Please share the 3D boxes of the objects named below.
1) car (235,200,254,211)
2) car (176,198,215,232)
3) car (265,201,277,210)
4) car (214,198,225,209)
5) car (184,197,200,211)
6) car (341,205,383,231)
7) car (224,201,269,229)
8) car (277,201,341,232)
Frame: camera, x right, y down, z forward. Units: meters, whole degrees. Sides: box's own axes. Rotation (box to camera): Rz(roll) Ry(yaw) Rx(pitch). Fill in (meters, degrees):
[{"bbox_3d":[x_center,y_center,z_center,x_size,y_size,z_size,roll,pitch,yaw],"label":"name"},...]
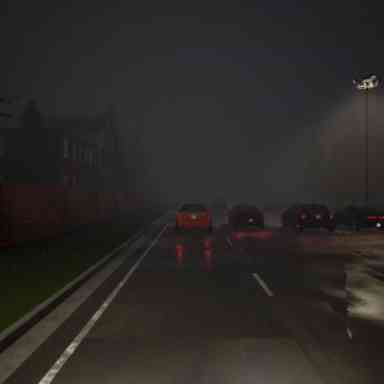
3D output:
[{"bbox_3d":[7.036,1.818,44.823,1.895,1.301,4.718,0,0,1],"label":"car"},{"bbox_3d":[0.100,1.452,20.846,2.097,1.767,4.553,0,0,0],"label":"car"},{"bbox_3d":[10.537,1.816,44.351,1.895,1.301,4.718,0,0,1],"label":"car"},{"bbox_3d":[3.549,1.573,45.642,2.097,1.767,4.553,0,0,0],"label":"car"},{"bbox_3d":[0.040,1.567,44.502,2.097,1.767,4.553,0,0,1],"label":"car"},{"bbox_3d":[10.598,1.611,21.309,1.837,1.490,4.892,0,0,0],"label":"car"},{"bbox_3d":[3.598,1.589,22.833,1.882,1.535,5.008,0,0,0],"label":"car"},{"bbox_3d":[7.098,1.453,20.824,2.097,1.767,4.553,0,0,0],"label":"car"}]
